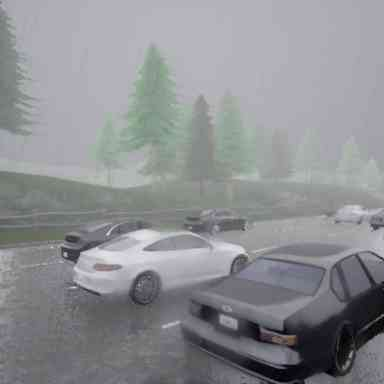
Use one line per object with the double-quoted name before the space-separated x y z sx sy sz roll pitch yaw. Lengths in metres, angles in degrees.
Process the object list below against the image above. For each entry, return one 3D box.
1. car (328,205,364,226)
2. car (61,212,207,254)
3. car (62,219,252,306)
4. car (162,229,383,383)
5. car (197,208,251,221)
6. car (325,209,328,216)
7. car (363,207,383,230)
"car" 12.651 1.759 25.790 4.674 1.442 1.812 0 -1 -45
"car" -1.980 1.654 11.616 4.892 1.490 1.837 0 -1 -41
"car" -0.512 1.629 8.313 4.674 1.442 1.812 0 -1 -40
"car" 2.277 1.605 5.676 5.357 1.411 2.033 0 -1 -43
"car" 1.672 1.730 19.868 4.892 1.490 1.837 0 -1 -44
"car" 15.117 1.906 33.176 4.718 1.301 1.895 0 -1 -45
"car" 13.137 1.726 21.327 5.357 1.411 2.033 0 -1 -45
